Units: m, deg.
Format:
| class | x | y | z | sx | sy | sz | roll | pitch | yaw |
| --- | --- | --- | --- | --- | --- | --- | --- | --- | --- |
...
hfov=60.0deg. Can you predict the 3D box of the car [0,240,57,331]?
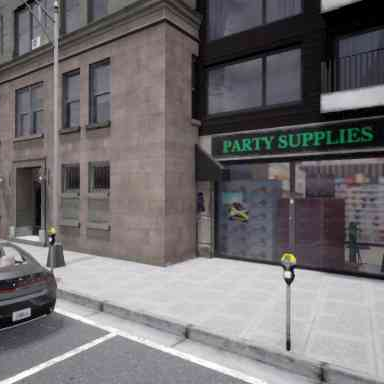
| class | x | y | z | sx | sy | sz | roll | pitch | yaw |
| --- | --- | --- | --- | --- | --- | --- | --- | --- | --- |
| car | -4.257 | 1.550 | 6.121 | 4.403 | 1.369 | 2.008 | 0 | 0 | 36 |
